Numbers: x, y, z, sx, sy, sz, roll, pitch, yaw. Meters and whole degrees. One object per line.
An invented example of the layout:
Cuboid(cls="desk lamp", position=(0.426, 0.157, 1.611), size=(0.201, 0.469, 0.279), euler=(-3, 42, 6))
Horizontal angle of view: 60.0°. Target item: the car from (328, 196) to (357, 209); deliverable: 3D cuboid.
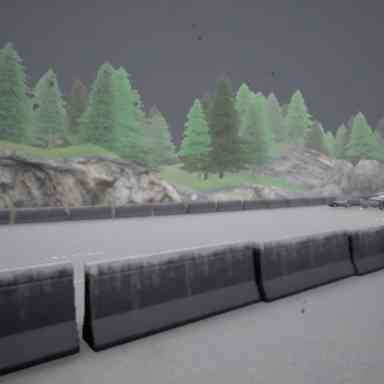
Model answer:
Cuboid(cls="car", position=(17.829, 1.127, 38.186), size=(5.357, 1.411, 2.033), euler=(-1, 1, -35))

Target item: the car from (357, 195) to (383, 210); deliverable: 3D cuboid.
Cuboid(cls="car", position=(20.043, 1.101, 35.464), size=(4.674, 1.442, 1.812), euler=(-1, 1, -35))
